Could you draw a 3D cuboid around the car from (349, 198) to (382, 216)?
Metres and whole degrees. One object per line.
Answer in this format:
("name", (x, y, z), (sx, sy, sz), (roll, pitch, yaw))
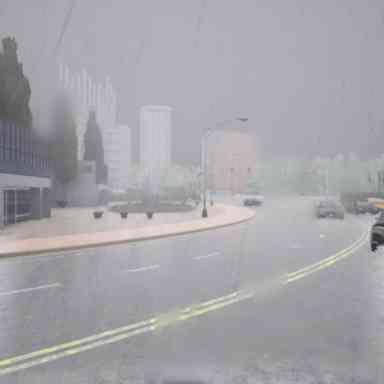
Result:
("car", (16.042, 1.559, 31.821), (1.895, 1.301, 4.718), (0, 0, 10))

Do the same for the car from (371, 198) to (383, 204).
("car", (20.183, 1.427, 37.539), (1.882, 1.535, 5.008), (0, 0, 1))

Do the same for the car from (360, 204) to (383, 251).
("car", (8.331, 1.472, 13.174), (2.128, 1.511, 4.902), (0, 0, 36))

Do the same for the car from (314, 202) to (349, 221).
("car", (10.945, 1.532, 26.724), (1.994, 1.385, 4.181), (0, 0, 16))

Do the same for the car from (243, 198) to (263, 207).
("car", (8.960, 1.554, 48.869), (1.895, 1.301, 4.718), (0, 0, -5))
